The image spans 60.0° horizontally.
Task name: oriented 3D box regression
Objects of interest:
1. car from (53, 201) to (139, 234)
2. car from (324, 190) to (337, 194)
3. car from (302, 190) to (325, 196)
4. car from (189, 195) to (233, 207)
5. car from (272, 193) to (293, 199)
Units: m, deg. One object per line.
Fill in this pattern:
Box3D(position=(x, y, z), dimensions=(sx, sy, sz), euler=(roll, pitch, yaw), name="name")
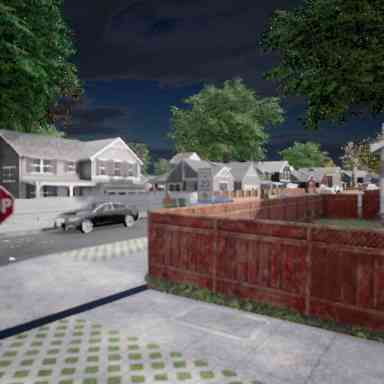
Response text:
Box3D(position=(-5.012, 1.258, 17.997), dimensions=(2.128, 1.511, 4.902), euler=(0, 1, 35), name="car")
Box3D(position=(19.995, 0.415, 48.726), dimensions=(2.097, 1.767, 4.553), euler=(0, 1, 35), name="car")
Box3D(position=(14.367, 0.806, 40.606), dimensions=(1.994, 1.385, 4.181), euler=(0, 1, 36), name="car")
Box3D(position=(1.622, 1.040, 27.463), dimensions=(1.882, 1.535, 5.008), euler=(0, 2, 35), name="car")
Box3D(position=(11.508, 0.816, 41.502), dimensions=(1.994, 1.385, 4.181), euler=(0, 1, 35), name="car")
